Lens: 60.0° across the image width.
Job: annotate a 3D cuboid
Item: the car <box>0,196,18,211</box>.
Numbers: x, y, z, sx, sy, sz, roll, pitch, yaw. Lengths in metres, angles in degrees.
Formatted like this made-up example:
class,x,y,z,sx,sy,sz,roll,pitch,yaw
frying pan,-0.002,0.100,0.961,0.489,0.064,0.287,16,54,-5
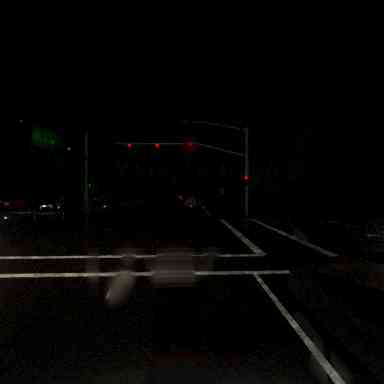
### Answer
class,x,y,z,sx,sy,sz,roll,pitch,yaw
car,-22.207,1.352,40.409,2.097,1.767,4.553,0,0,0

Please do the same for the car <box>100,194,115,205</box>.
class,x,y,z,sx,sy,sz,roll,pitch,yaw
car,-15.230,1.564,57.665,1.994,1.385,4.181,0,0,0

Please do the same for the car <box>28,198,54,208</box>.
class,x,y,z,sx,sy,sz,roll,pitch,yaw
car,-22.227,1.564,49.040,1.994,1.385,4.181,0,0,0

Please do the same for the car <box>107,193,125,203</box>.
class,x,y,z,sx,sy,sz,roll,pitch,yaw
car,-15.181,1.225,68.146,2.150,2.045,5.566,0,0,0

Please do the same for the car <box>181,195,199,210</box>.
class,x,y,z,sx,sy,sz,roll,pitch,yaw
car,-0.116,1.526,43.216,1.812,1.442,4.674,0,0,0

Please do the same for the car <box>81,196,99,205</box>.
class,x,y,z,sx,sy,sz,roll,pitch,yaw
car,-18.716,1.505,61.088,1.837,1.490,4.892,0,0,0

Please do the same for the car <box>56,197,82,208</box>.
class,x,y,z,sx,sy,sz,roll,pitch,yaw
car,-18.731,1.547,50.974,2.033,1.411,5.357,0,0,0

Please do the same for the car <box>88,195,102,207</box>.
class,x,y,z,sx,sy,sz,roll,pitch,yaw
car,-15.226,1.564,49.255,1.994,1.385,4.181,0,0,0

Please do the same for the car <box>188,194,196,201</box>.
class,x,y,z,sx,sy,sz,roll,pitch,yaw
car,0.031,1.419,84.414,1.882,1.535,5.008,0,0,1

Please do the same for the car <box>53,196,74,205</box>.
class,x,y,z,sx,sy,sz,roll,pitch,yaw
car,-22.219,1.526,57.782,1.812,1.442,4.674,0,0,0

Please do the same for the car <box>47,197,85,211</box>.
class,x,y,z,sx,sy,sz,roll,pitch,yaw
car,-15.207,1.491,40.352,2.128,1.511,4.902,0,0,0

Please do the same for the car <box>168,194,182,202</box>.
class,x,y,z,sx,sy,sz,roll,pitch,yaw
car,-3.656,1.551,74.638,1.994,1.385,4.181,0,0,1

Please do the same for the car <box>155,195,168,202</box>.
class,x,y,z,sx,sy,sz,roll,pitch,yaw
car,-7.159,1.537,74.218,2.033,1.411,5.357,0,0,1

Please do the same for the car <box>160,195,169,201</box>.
class,x,y,z,sx,sy,sz,roll,pitch,yaw
car,-6.967,1.465,84.580,1.812,1.442,4.674,0,0,1

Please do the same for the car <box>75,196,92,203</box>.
class,x,y,z,sx,sy,sz,roll,pitch,yaw
car,-22.179,1.594,68.065,1.895,1.301,4.718,0,0,0

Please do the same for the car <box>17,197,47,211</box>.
class,x,y,z,sx,sy,sz,roll,pitch,yaw
car,-18.745,1.547,40.902,2.033,1.411,5.357,0,0,0

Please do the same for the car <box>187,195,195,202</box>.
class,x,y,z,sx,sy,sz,roll,pitch,yaw
car,-0.159,1.522,74.234,1.812,1.442,4.674,0,0,1

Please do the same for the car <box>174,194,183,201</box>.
class,x,y,z,sx,sy,sz,roll,pitch,yaw
car,-3.469,1.296,84.467,2.097,1.767,4.553,0,0,1
